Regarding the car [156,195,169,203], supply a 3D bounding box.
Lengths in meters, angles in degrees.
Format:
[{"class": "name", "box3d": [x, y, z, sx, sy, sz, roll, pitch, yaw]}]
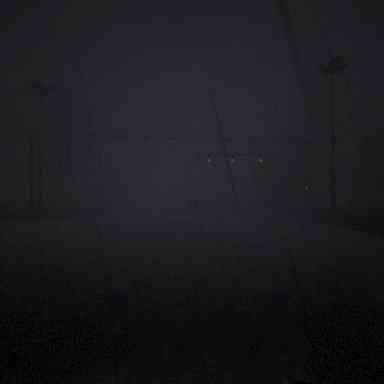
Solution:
[{"class": "car", "box3d": [-6.995, 1.724, 75.268, 2.033, 1.411, 5.357, 0, 0, 0]}]

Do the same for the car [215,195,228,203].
[{"class": "car", "box3d": [7.005, 1.738, 75.757, 1.994, 1.385, 4.181, 0, 0, 0]}]

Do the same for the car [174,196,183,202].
[{"class": "car", "box3d": [-3.494, 1.711, 85.669, 1.994, 1.385, 4.181, 0, 0, 0]}]

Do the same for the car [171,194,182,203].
[{"class": "car", "box3d": [-3.495, 1.410, 75.276, 2.150, 2.045, 5.566, 0, 0, 0]}]

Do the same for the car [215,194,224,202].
[{"class": "car", "box3d": [7.006, 1.509, 85.638, 2.097, 1.767, 4.553, 0, 0, 0]}]

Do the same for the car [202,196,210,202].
[{"class": "car", "box3d": [3.506, 1.678, 85.667, 1.812, 1.442, 4.674, 0, 0, 0]}]

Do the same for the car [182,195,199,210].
[{"class": "car", "box3d": [0.003, 1.589, 45.436, 1.882, 1.535, 5.008, 0, 0, 0]}]

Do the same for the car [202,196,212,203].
[{"class": "car", "box3d": [3.505, 1.710, 75.395, 2.128, 1.511, 4.902, 0, 0, 0]}]

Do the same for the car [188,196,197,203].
[{"class": "car", "box3d": [0.005, 1.738, 75.835, 1.994, 1.385, 4.181, 0, 0, 0]}]

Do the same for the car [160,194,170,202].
[{"class": "car", "box3d": [-6.994, 1.513, 85.640, 2.097, 1.767, 4.553, 0, 0, 0]}]

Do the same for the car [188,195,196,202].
[{"class": "car", "box3d": [0.006, 1.656, 85.668, 1.837, 1.490, 4.892, 0, 0, 0]}]
